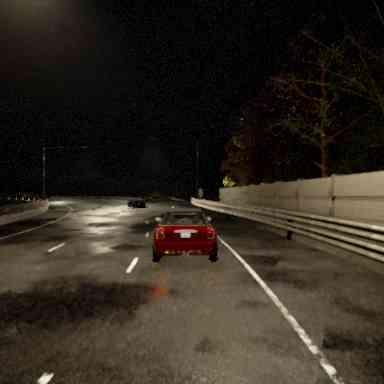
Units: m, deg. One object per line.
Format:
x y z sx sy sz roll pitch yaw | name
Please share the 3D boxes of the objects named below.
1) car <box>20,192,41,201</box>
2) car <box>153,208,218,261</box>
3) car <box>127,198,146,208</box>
-40.812 1.397 84.108 4.553 1.767 2.097 0 0 43 | car
-0.317 1.359 12.460 2.097 1.767 4.553 0 0 -3 | car
-8.014 1.595 47.700 1.994 1.385 4.181 0 0 -22 | car
